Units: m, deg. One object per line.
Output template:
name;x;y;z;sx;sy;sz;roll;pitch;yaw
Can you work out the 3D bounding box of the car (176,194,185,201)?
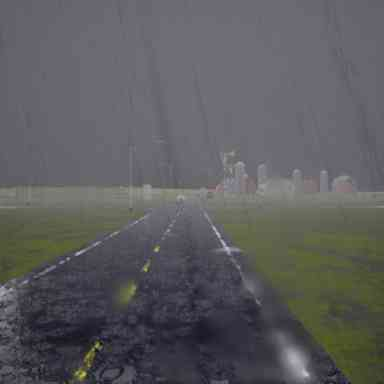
car;-2.723;1.309;81.443;2.097;1.767;4.553;0;0;0
